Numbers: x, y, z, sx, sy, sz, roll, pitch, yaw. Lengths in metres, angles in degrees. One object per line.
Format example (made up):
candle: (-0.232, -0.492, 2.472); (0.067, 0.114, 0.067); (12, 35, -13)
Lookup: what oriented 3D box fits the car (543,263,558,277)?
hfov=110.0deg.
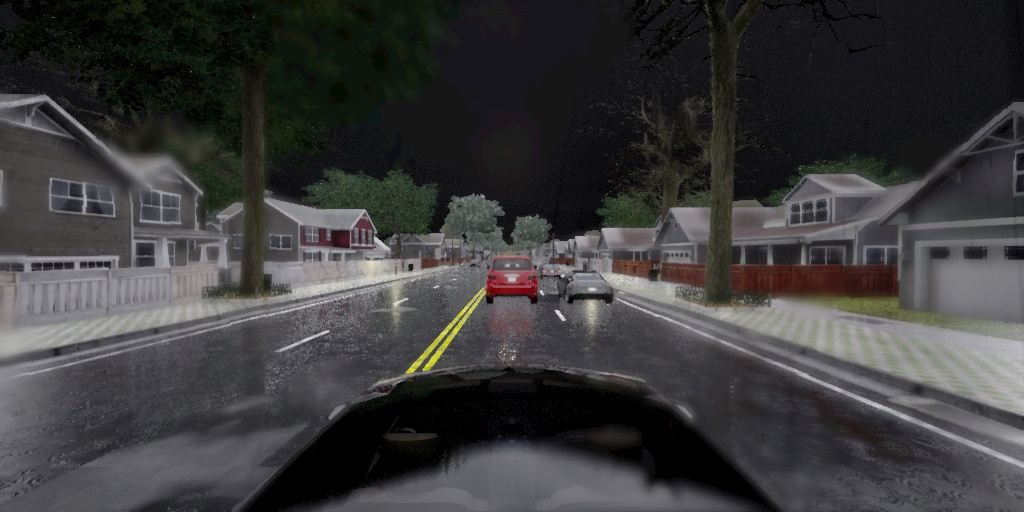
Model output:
car: (3.250, 1.313, 31.502); (2.033, 1.411, 5.357); (0, 0, 0)

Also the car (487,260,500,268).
car: (-3.250, 1.349, 63.503); (1.994, 1.385, 4.181); (0, 0, 0)

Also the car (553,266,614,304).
car: (3.250, 1.320, 16.501); (1.994, 1.385, 4.181); (0, 0, 0)

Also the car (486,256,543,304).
car: (0.000, 1.005, 16.531); (2.150, 2.045, 5.566); (0, 0, 0)

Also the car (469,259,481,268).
car: (-6.500, 1.309, 63.503); (1.837, 1.490, 4.892); (0, 0, 0)
